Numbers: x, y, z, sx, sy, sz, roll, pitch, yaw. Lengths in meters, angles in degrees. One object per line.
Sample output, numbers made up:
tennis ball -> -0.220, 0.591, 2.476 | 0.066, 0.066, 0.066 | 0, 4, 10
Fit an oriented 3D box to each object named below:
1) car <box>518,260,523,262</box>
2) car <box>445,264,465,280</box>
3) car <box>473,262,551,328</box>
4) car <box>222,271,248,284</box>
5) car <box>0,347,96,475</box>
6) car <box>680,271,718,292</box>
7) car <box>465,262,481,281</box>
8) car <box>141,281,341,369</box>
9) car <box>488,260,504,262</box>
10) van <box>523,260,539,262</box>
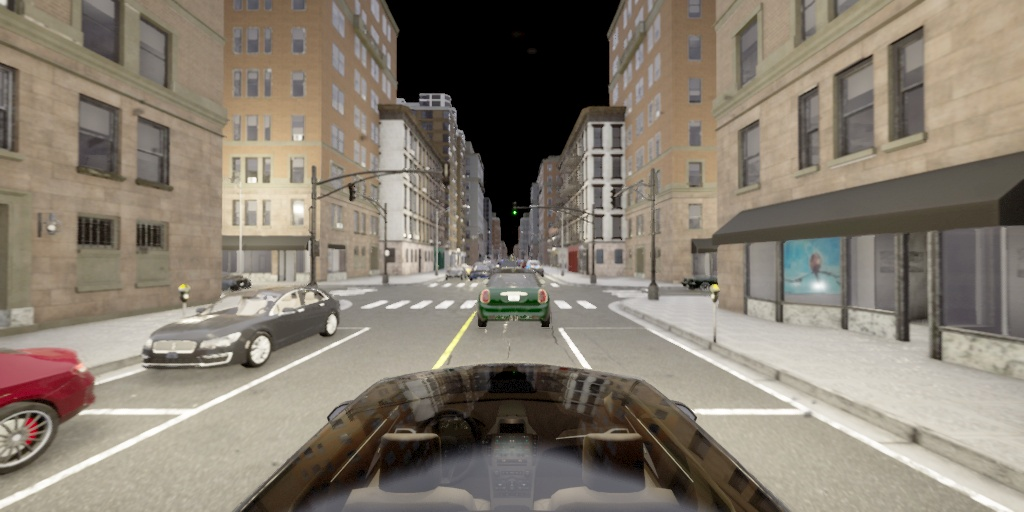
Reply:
car -> 2.684, 1.616, 61.757 | 2.192, 1.841, 5.009 | 0, 0, 0
car -> -5.369, 1.603, 34.731 | 2.007, 1.370, 4.403 | 0, 0, 0
car -> 0.067, 1.196, 11.967 | 2.097, 1.767, 4.553 | 0, -1, 0
car -> -17.131, 1.394, 20.106 | 4.181, 1.385, 1.994 | 0, -1, 0
car -> -5.388, 1.336, 2.175 | 1.802, 1.307, 4.207 | 0, 0, 0
car -> 13.511, 1.630, 23.083 | 4.718, 1.301, 1.895 | 0, -1, 0
car -> -2.851, 1.594, 34.005 | 2.033, 1.411, 5.357 | 0, -1, 1
car -> -5.385, 1.357, 7.856 | 2.007, 1.370, 4.403 | 0, 0, 0
car -> -2.795, 1.825, 59.202 | 2.033, 1.411, 5.357 | 0, -1, 0
van -> 2.669, 1.493, 45.539 | 1.690, 1.789, 3.998 | 0, 0, 0
